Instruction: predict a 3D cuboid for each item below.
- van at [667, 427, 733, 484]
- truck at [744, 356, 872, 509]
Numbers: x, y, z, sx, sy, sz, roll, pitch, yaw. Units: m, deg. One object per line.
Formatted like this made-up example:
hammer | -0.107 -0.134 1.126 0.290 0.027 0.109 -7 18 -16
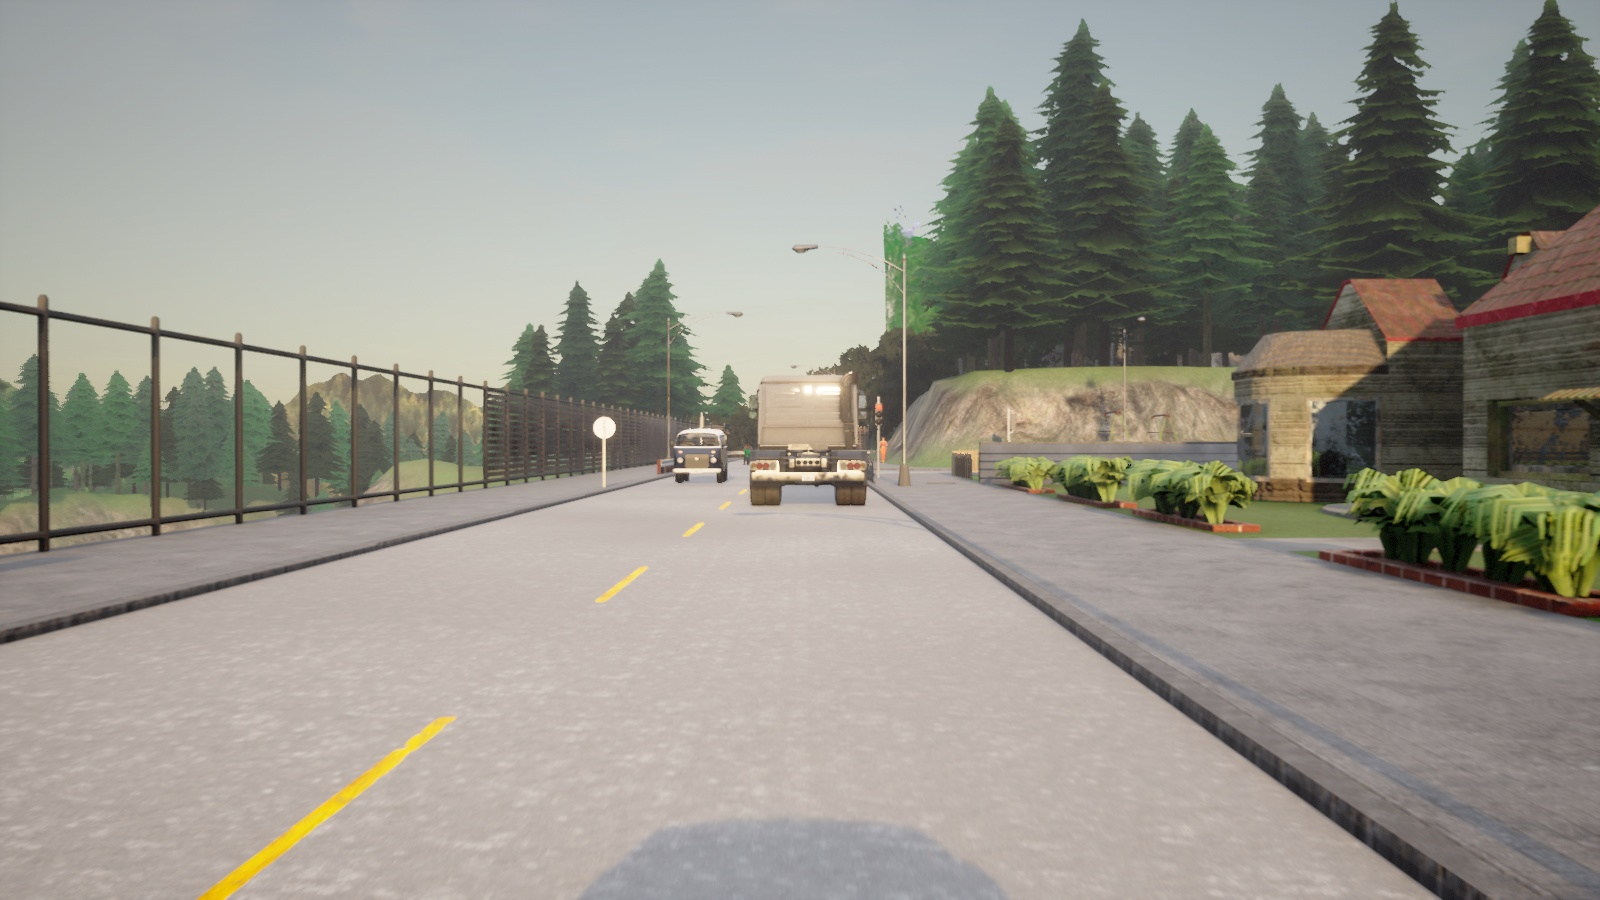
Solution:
van | -3.703 0.201 47.195 2.069 2.038 4.480 0 0 1
truck | 0.207 -0.418 32.354 2.891 3.462 7.936 0 0 0
